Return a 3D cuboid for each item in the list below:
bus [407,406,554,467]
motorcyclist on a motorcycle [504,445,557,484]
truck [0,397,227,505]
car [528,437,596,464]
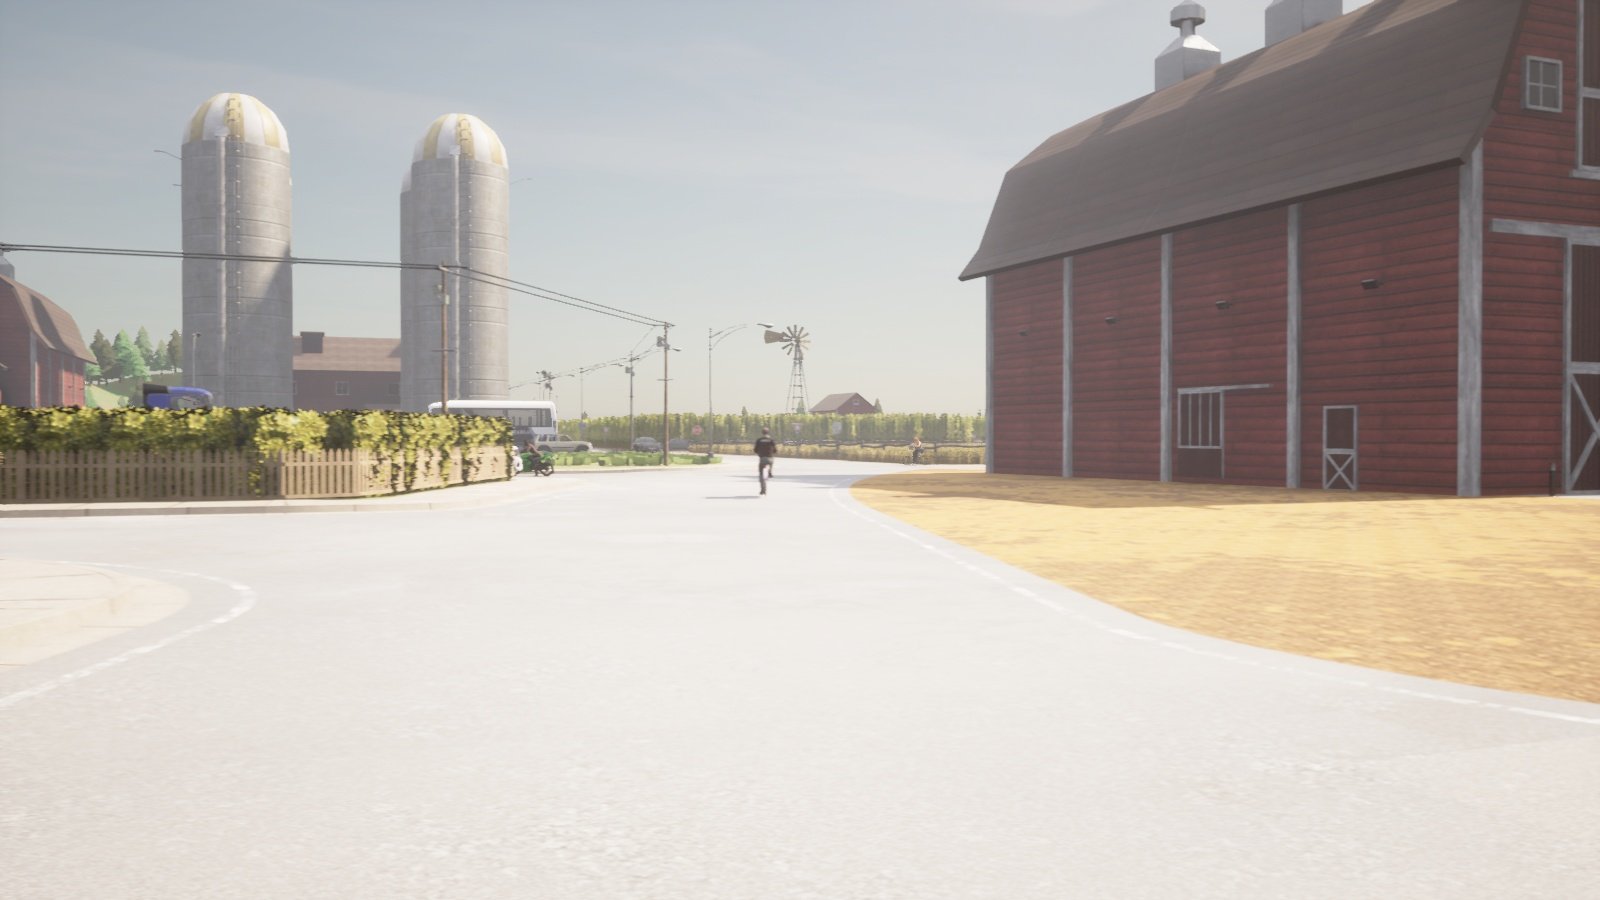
[{"bbox_3d":[-23.836,-1.028,93.651,10.273,4.253,3.944,-1,1,-18],"label":"bus"},{"bbox_3d":[-11.011,0.574,51.354,2.044,1.523,0.797,-1,1,-7],"label":"motorcyclist on a motorcycle"},{"bbox_3d":[-24.096,-0.007,42.937,7.936,3.462,2.891,-1,1,-21],"label":"truck"},{"bbox_3d":[-17.529,0.046,92.442,4.605,1.855,1.932,-1,1,-22],"label":"car"}]
